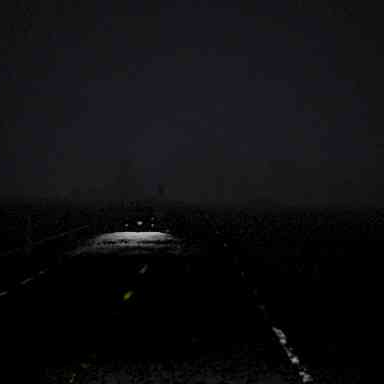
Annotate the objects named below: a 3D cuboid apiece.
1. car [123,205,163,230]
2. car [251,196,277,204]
[{"bbox_3d":[-2.847,1.490,20.090,1.994,1.385,4.181,0,0,0],"label":"car"},{"bbox_3d":[13.919,1.594,64.555,4.902,1.511,2.128,1,1,0],"label":"car"}]
